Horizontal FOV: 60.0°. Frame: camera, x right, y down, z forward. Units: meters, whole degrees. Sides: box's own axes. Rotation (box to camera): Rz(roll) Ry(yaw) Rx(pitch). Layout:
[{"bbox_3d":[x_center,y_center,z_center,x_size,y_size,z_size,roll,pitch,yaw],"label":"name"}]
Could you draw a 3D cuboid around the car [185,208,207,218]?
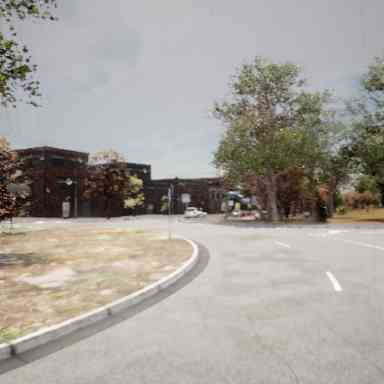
[{"bbox_3d":[0.758,3.859,57.985,2.150,2.045,5.566,-2,-5,25],"label":"car"}]
